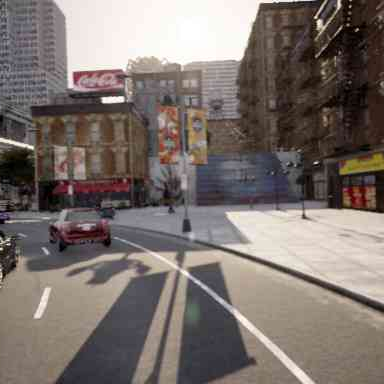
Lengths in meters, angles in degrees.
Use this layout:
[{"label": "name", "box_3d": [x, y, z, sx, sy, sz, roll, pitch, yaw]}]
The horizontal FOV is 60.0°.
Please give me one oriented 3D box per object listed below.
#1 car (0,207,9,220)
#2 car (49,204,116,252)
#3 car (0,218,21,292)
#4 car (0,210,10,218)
[{"label": "car", "box_3d": [-21.893, 2.330, 35.594, 4.718, 1.301, 1.895, -2, 0, 32]}, {"label": "car", "box_3d": [-5.289, 1.521, 15.322, 2.097, 1.767, 4.553, -2, 0, -29]}, {"label": "car", "box_3d": [-5.938, 1.705, 8.981, 1.837, 1.490, 4.892, -1, 0, -21]}, {"label": "car", "box_3d": [-18.258, 2.161, 29.535, 5.357, 1.411, 2.033, -2, 0, 36]}]
